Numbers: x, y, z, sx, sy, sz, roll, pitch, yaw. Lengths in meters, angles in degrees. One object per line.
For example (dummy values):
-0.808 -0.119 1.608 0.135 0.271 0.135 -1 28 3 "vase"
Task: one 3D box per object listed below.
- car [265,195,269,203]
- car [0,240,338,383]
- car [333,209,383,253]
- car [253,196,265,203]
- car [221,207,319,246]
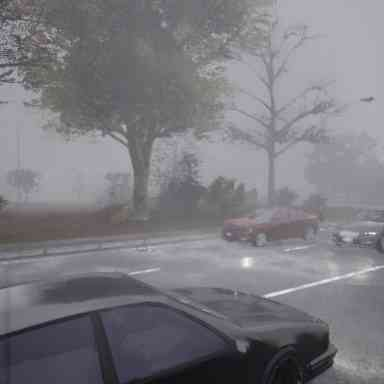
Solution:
15.709 1.511 70.033 1.837 1.490 4.892 0 0 -23 "car"
-0.933 1.543 3.057 5.357 1.411 2.033 0 0 -35 "car"
7.698 1.456 13.467 4.902 1.511 2.128 0 0 -34 "car"
12.474 1.553 68.815 1.812 1.442 4.674 0 0 -22 "car"
3.569 1.446 14.912 5.008 1.535 1.882 0 0 -34 "car"
